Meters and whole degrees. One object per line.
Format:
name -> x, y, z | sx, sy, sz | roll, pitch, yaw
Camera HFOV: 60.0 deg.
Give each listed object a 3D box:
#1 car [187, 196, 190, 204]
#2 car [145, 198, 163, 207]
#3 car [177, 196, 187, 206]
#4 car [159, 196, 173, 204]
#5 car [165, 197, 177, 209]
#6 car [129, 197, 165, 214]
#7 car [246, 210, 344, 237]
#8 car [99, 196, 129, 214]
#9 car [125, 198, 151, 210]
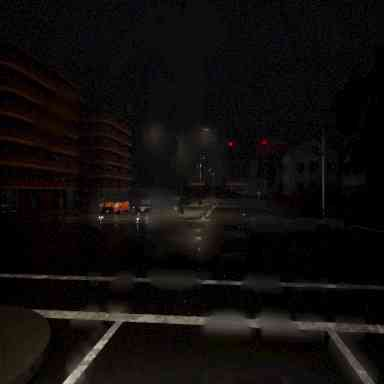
car -> -1.594, 1.505, 63.051 | 1.837, 1.490, 4.892 | 0, 0, 7
car -> -6.092, 1.601, 53.916 | 1.895, 1.301, 4.718 | 0, 0, 6
car -> -2.652, 1.491, 53.149 | 2.128, 1.511, 4.902 | 0, 0, 6
car -> -5.025, 1.564, 63.890 | 1.994, 1.385, 4.181 | 0, 0, 6
car -> -3.608, 1.601, 44.104 | 1.895, 1.301, 4.718 | 0, 0, 6
car -> -4.570, 1.491, 34.895 | 2.128, 1.511, 4.902 | 0, 0, 6
car -> 5.196, 1.601, 17.430 | 4.718, 1.301, 1.895 | 0, 0, 7
car -> -8.084, 1.352, 34.968 | 2.097, 1.767, 4.553 | 0, 0, 6
car -> -7.094, 1.545, 44.386 | 2.033, 1.411, 5.357 | 0, 0, 6
